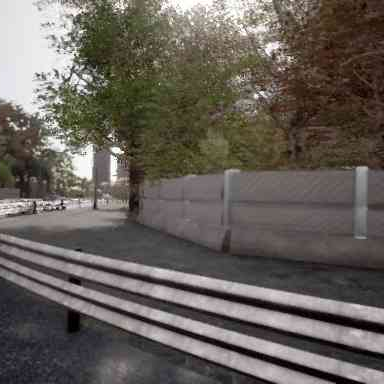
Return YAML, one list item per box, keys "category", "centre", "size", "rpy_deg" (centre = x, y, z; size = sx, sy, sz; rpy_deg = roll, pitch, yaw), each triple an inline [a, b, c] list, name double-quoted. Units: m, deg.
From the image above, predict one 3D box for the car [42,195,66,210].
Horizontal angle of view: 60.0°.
- category: "car"
  centre: [-19.807, 1.468, 47.997]
  size: [2.150, 2.045, 5.566]
  rpy_deg: [1, 0, -5]

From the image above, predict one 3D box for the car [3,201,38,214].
- category: "car"
  centre: [-18.665, 1.653, 36.321]
  size: [2.033, 1.411, 5.357]
  rpy_deg: [1, -1, -6]
